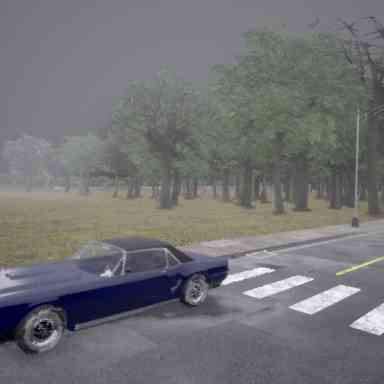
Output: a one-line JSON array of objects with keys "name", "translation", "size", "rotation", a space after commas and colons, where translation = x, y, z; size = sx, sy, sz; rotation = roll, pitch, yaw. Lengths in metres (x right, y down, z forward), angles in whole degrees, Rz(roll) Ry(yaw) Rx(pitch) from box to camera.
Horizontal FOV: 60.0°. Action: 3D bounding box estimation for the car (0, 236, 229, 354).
[{"name": "car", "translation": [-1.503, 1.582, 6.249], "size": [4.718, 1.301, 1.895], "rotation": [1, 0, -43]}]
